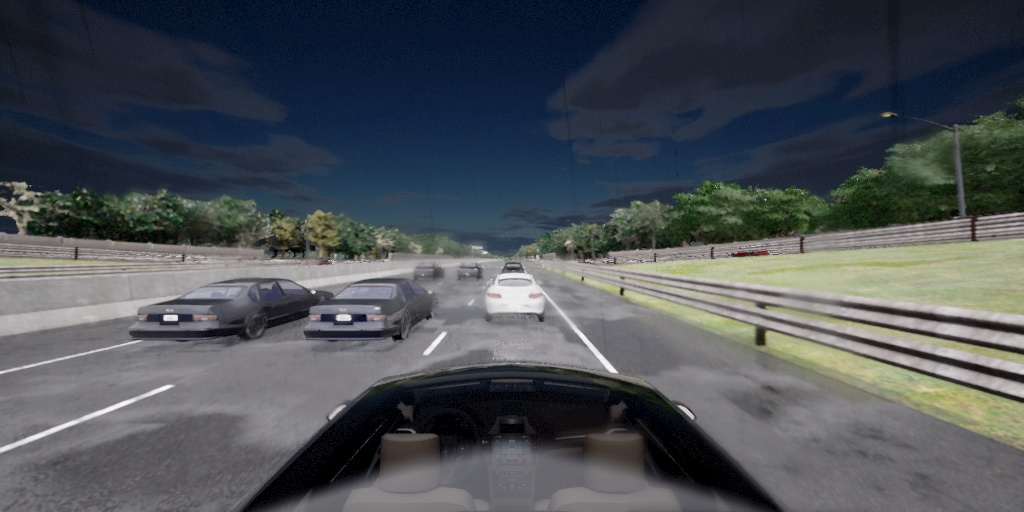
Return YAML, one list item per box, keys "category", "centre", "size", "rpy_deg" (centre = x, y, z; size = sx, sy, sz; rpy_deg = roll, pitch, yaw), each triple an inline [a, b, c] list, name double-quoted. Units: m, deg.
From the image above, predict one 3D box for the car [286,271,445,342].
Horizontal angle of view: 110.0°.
- category: "car"
  centre: [-3.401, 1.302, 9.763]
  size: [2.033, 1.411, 5.357]
  rpy_deg: [0, 0, 0]

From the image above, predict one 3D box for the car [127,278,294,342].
- category: "car"
  centre: [-6.901, 1.302, 9.757]
  size: [2.033, 1.411, 5.357]
  rpy_deg: [0, 0, 0]

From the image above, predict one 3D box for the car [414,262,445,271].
- category: "car"
  centre: [-6.902, 1.272, 30.204]
  size: [2.128, 1.511, 4.902]
  rpy_deg: [0, 0, 0]

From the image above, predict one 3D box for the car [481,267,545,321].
- category: "car"
  centre: [0.099, 1.282, 12.345]
  size: [1.812, 1.442, 4.674]
  rpy_deg: [0, 0, 0]

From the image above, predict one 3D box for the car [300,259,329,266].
- category: "car"
  centre: [-24.583, 1.165, 45.006]
  size: [2.097, 1.767, 4.553]
  rpy_deg: [0, 0, 0]

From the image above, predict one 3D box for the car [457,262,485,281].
- category: "car"
  centre: [-3.402, 1.272, 30.230]
  size: [2.128, 1.511, 4.902]
  rpy_deg: [0, 0, 0]

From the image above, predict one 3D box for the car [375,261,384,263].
- category: "car"
  centre: [-17.578, 1.384, 47.192]
  size: [1.994, 1.385, 4.181]
  rpy_deg: [0, 0, 0]

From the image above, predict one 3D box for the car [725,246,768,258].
- category: "car"
  centre: [28.049, -0.461, 43.128]
  size: [2.097, 1.767, 4.553]
  rpy_deg: [0, -3, -13]

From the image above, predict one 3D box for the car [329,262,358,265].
- category: "car"
  centre: [-21.078, 1.417, 46.181]
  size: [1.895, 1.301, 4.718]
  rpy_deg: [0, 0, 0]

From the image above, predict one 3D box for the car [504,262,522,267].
- category: "car"
  centre: [0.098, 1.286, 30.413]
  size: [1.837, 1.490, 4.892]
  rpy_deg: [0, 0, 0]
